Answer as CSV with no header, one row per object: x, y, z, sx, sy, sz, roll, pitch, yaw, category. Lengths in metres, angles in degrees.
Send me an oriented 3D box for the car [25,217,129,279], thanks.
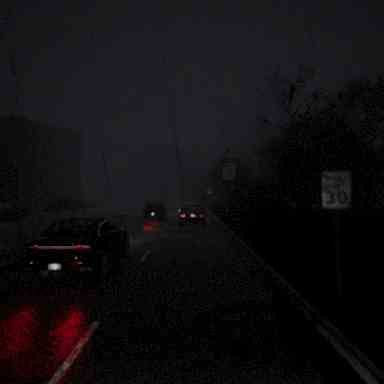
-3.186,1.515,10.117,2.128,1.511,4.902,0,0,0,car

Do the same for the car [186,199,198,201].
-0.041,1.570,41.001,1.882,1.535,5.008,0,0,0,car

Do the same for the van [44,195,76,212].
-15.689,1.325,39.030,1.878,1.987,4.442,0,0,0,van

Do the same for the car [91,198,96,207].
-15.774,1.618,50.137,2.002,1.452,4.674,-2,0,0,car

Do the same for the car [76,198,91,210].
-15.724,1.594,44.641,2.163,1.488,4.792,0,0,0,car

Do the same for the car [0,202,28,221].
-15.624,1.563,28.098,2.002,1.452,4.674,0,0,0,car

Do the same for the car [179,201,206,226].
0.011,1.602,24.187,2.033,1.411,5.357,0,0,0,car

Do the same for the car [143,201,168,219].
-3.255,1.574,30.024,1.837,1.490,4.892,0,0,0,car
